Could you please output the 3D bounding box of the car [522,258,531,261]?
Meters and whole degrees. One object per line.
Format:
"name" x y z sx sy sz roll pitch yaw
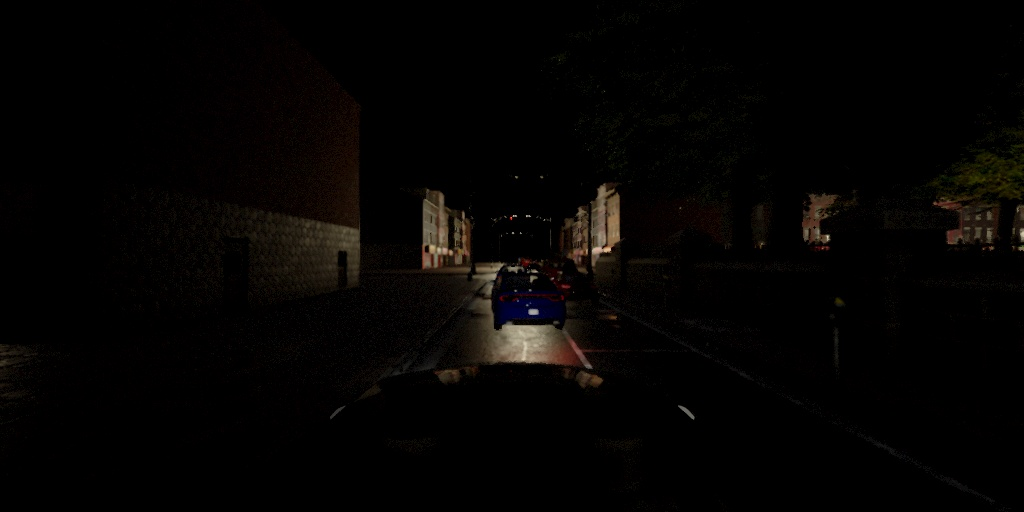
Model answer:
"car" 2.641 1.281 47.678 1.888 1.381 4.507 0 0 0

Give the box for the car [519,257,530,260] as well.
"car" 2.642 1.301 63.989 1.888 1.381 4.507 0 0 0

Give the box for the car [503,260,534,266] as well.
"car" 0.071 1.208 20.293 1.882 1.535 5.008 0 0 1

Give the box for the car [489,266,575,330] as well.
"car" 0.330 1.215 11.130 1.882 1.535 5.008 0 0 -5

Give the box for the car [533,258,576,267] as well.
"car" 2.640 1.044 21.249 2.192 1.841 5.009 0 0 0

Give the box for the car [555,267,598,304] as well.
"car" 2.639 1.315 15.800 1.802 1.307 4.207 0 0 0
